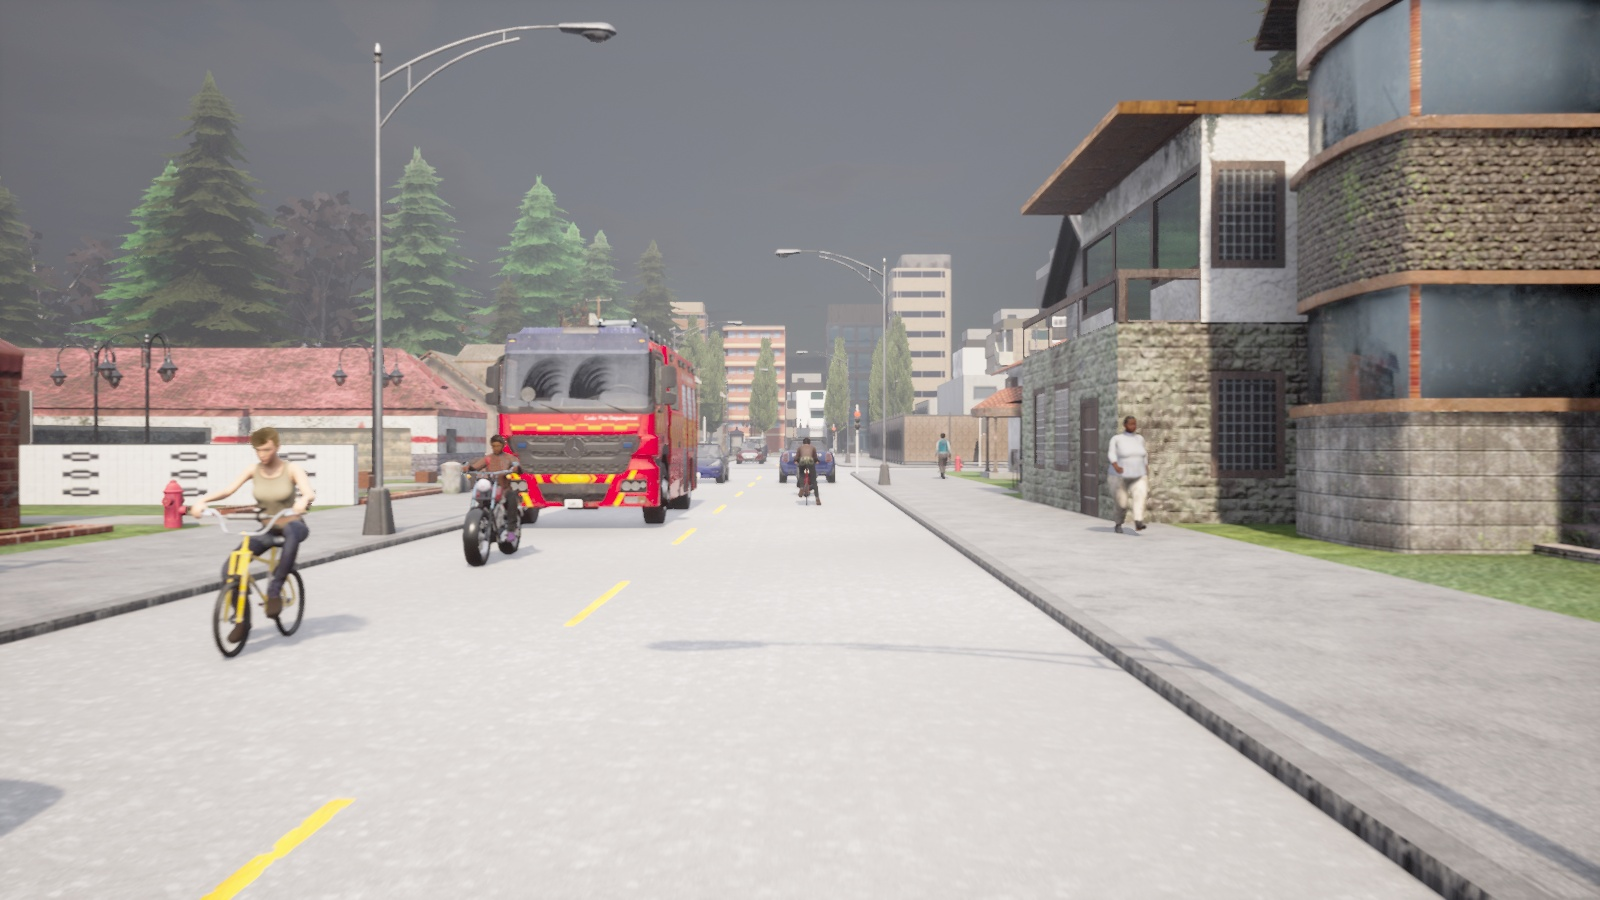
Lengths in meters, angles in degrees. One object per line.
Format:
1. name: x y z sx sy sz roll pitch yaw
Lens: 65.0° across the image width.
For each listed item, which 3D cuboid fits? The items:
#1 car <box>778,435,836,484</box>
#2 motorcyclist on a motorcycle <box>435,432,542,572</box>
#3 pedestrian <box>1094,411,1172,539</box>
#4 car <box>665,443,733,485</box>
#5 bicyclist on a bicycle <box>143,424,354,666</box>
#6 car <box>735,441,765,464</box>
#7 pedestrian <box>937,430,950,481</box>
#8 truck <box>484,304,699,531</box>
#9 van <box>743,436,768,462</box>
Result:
1. car: 0.262 0.335 47.951 2.097 1.767 4.553 0 0 0
2. motorcyclist on a motorcycle: -3.905 0.604 15.951 0.766 1.649 2.350 0 0 0
3. pedestrian: 4.939 0.355 18.684 0.874 1.855 0.900 0 0 -4
4. car: -3.750 0.477 47.285 2.163 1.488 4.792 0 0 0
5. bicyclist on a bicycle: -3.938 0.628 9.114 0.866 1.612 1.509 0 0 0
6. car: -3.547 0.167 89.831 2.033 1.649 4.856 0 0 0
7. pedestrian: 5.474 0.191 47.862 0.396 1.930 0.692 0 0 0
8. truck: -3.857 -0.564 25.419 2.891 3.827 8.468 0 0 0
9. van: -3.494 -0.061 98.966 1.775 1.987 4.442 0 0 0
